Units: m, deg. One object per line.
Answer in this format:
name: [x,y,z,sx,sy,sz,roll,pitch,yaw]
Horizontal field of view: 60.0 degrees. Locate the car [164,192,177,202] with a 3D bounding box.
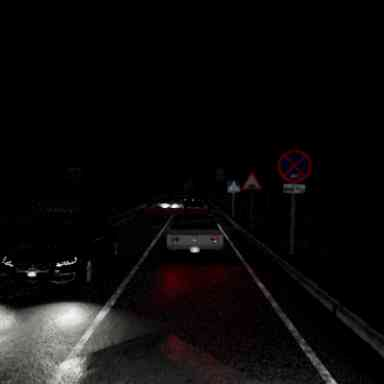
car: [-3.246,0.674,51.088,1.895,1.301,4.718,0,1,0]

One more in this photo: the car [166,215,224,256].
car: [0.097,1.522,12.805,1.895,1.301,4.718,0,1,0]

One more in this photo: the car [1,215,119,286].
car: [-3.349,1.454,9.383,1.837,1.490,4.892,0,0,0]

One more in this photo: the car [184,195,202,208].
car: [0.102,1.019,35.184,2.033,1.411,5.357,0,-4,0]
